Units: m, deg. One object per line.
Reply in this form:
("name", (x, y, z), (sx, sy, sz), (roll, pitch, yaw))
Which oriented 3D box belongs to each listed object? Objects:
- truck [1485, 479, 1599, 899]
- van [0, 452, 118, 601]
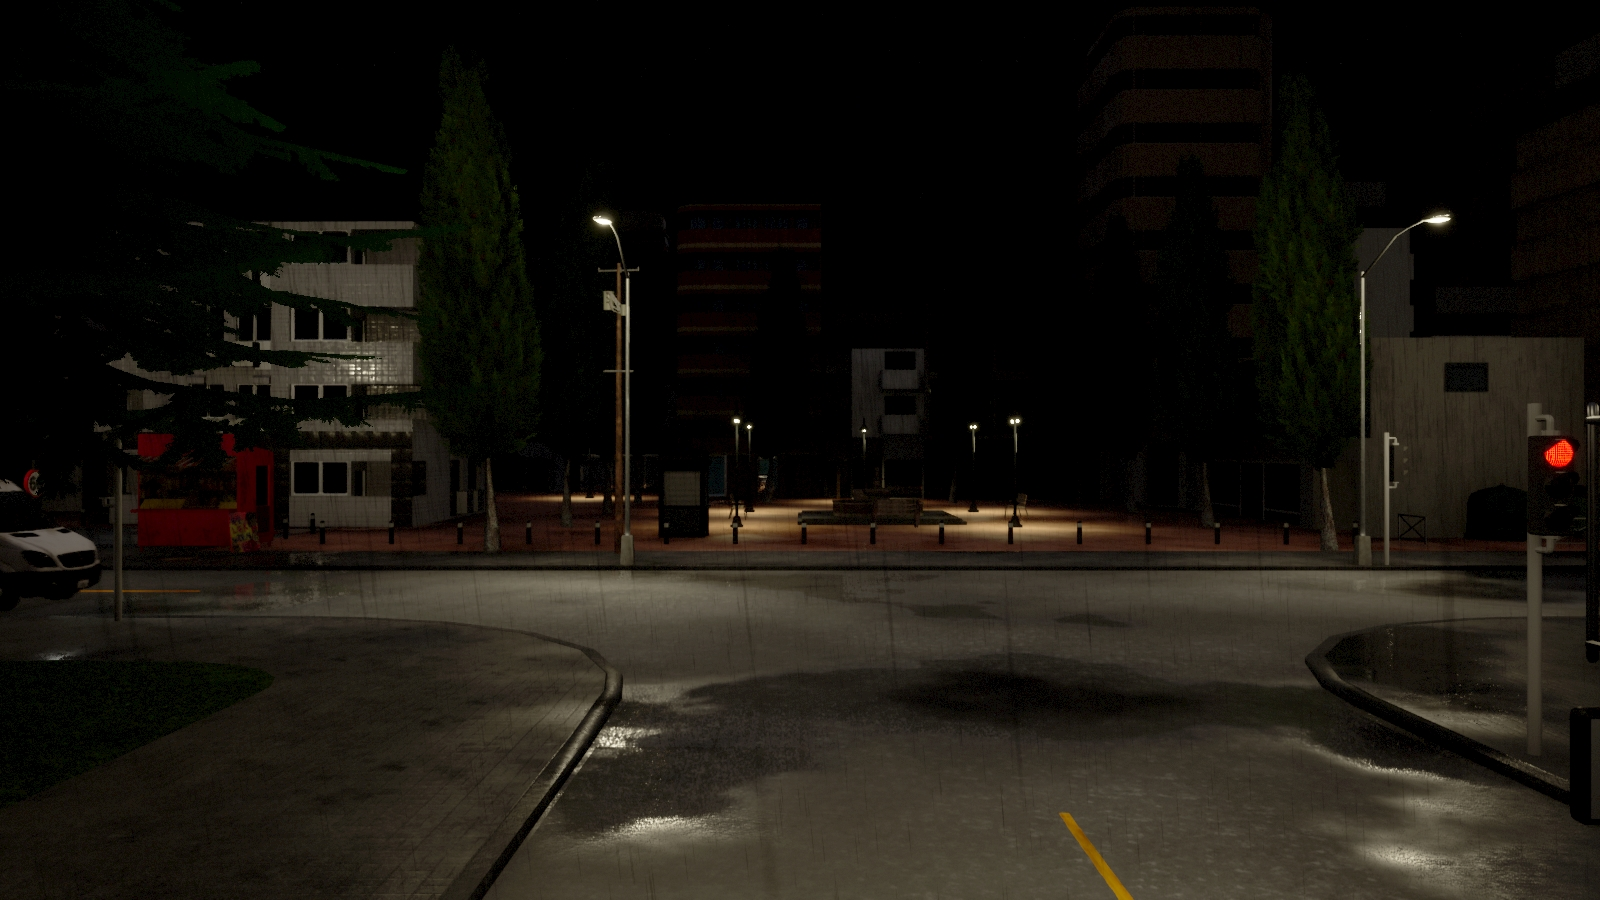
("truck", (4.017, 1.349, 1.921), (2.627, 2.467, 5.204), (0, 0, 0))
("van", (-15.879, 1.323, 20.647), (5.915, 2.561, 1.988), (0, 0, 0))
